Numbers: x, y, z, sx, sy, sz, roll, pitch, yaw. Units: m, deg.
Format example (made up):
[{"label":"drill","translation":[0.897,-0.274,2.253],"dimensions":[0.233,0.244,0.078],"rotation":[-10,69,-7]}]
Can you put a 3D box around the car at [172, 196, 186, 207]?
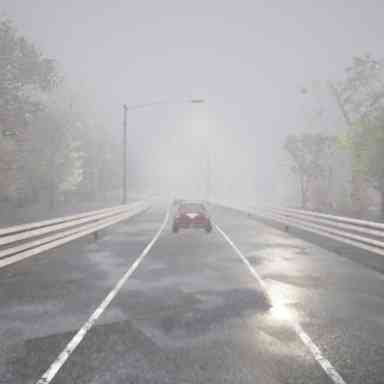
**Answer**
[{"label":"car","translation":[-2.117,1.451,52.066],"dimensions":[1.882,1.535,5.008],"rotation":[1,0,-7]}]

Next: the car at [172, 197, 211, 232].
[{"label":"car","translation":[-0.034,1.358,20.278],"dimensions":[2.097,1.767,4.553],"rotation":[0,0,-1]}]
